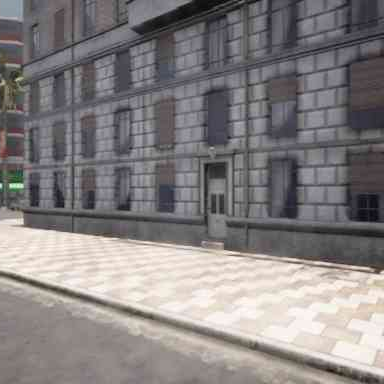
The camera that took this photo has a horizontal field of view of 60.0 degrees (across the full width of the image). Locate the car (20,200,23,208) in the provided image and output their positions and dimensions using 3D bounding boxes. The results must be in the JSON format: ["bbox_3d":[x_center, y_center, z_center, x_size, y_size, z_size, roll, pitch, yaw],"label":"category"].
[{"bbox_3d":[-17.677,1.594,40.066,1.812,1.442,4.674,0,0,36],"label":"car"}]

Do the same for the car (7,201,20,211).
[{"bbox_3d":[-20.774,1.638,41.750,1.994,1.385,4.181,0,0,36],"label":"car"}]
